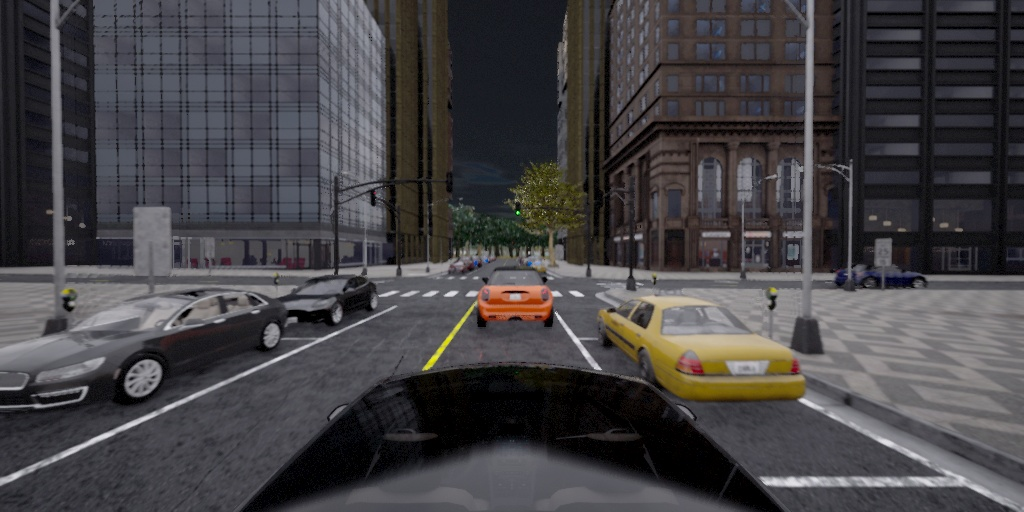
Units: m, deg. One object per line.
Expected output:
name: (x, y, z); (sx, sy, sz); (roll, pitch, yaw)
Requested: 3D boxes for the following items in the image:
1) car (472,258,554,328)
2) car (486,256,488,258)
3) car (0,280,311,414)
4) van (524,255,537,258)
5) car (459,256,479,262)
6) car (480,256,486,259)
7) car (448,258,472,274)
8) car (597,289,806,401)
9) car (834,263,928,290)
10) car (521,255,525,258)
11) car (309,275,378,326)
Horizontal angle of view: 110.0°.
car: (0.091, 1.075, 11.457); (2.097, 1.767, 4.553); (0, 0, 0)
car: (-5.766, 1.069, 61.235); (2.007, 1.370, 4.403); (0, 0, 0)
car: (-5.764, 1.289, 6.164); (2.007, 1.370, 4.403); (0, 0, 0)
van: (2.760, 0.943, 44.204); (1.690, 1.789, 3.998); (0, 0, 0)
car: (-5.765, 0.917, 44.195); (2.192, 1.841, 5.009); (0, 0, 0)
car: (-5.766, 0.863, 55.555); (2.192, 1.841, 5.009); (0, 0, 0)
car: (-5.765, 1.209, 38.514); (1.802, 1.307, 4.207); (0, 0, 0)
car: (2.762, 1.264, 6.509); (1.751, 1.417, 4.829); (0, 0, 0)
car: (23.771, 1.229, 23.172); (4.553, 1.767, 2.097); (0, 1, 0)
car: (2.759, 1.044, 61.412); (1.751, 1.417, 4.829); (0, 0, 0)
car: (-5.764, 1.289, 11.543); (1.948, 1.339, 4.313); (0, 0, 0)
